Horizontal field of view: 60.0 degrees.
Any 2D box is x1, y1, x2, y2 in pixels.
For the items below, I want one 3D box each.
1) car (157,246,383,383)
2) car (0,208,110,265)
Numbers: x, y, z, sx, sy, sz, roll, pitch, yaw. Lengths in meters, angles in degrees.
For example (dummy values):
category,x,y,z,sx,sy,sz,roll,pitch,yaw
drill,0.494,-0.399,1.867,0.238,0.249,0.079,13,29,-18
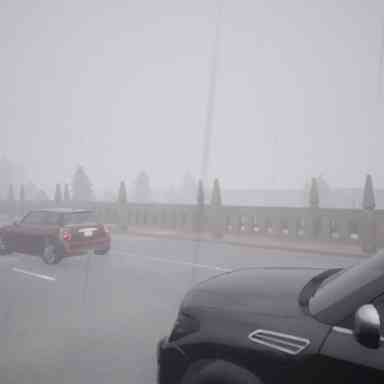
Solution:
category,x,y,z,sx,sy,sz,roll,pitch,yaw
car,2.321,1.221,2.337,5.566,2.045,2.150,0,0,36
car,-5.059,1.356,11.901,4.553,1.767,2.097,0,0,36
